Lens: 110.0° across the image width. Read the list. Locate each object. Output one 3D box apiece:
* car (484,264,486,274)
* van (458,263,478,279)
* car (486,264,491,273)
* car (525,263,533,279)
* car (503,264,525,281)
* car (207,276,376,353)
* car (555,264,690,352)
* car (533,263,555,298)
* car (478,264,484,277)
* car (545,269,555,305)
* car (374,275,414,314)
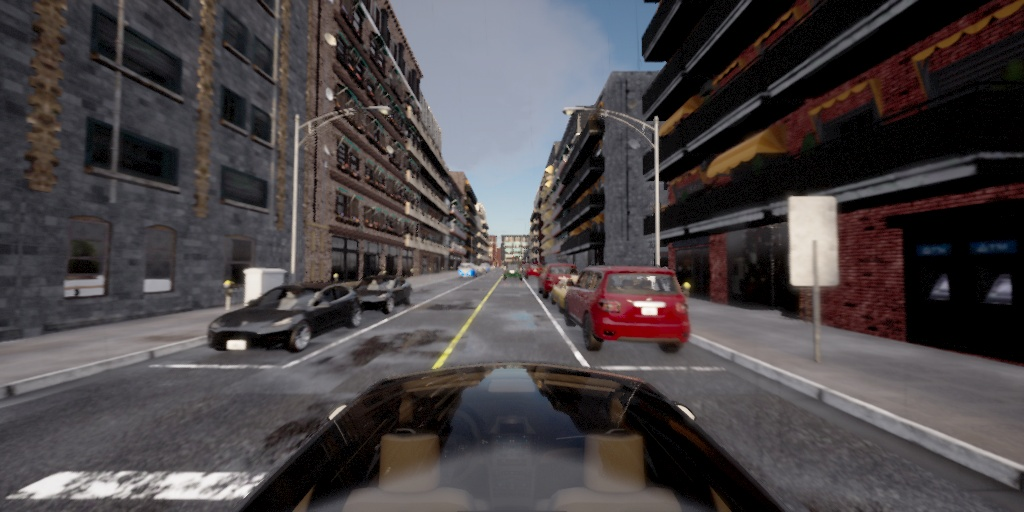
[{"bbox_3d":[-5.331,2.200,53.393,1.751,1.417,4.829,0,0,0],"label":"car"},{"bbox_3d":[-5.327,1.774,42.439,1.690,1.789,3.998,0,0,0],"label":"van"},{"bbox_3d":[-5.335,2.474,64.689,2.007,1.370,4.403,0,0,0],"label":"car"},{"bbox_3d":[2.554,1.783,42.476,2.192,1.841,5.009,0,0,0],"label":"car"},{"bbox_3d":[0.088,1.753,39.731,2.097,1.767,4.553,0,-1,0],"label":"car"},{"bbox_3d":[-5.315,1.378,9.080,1.948,1.339,4.313,0,0,0],"label":"car"},{"bbox_3d":[2.566,1.162,9.127,2.192,1.841,5.009,0,0,0],"label":"car"},{"bbox_3d":[2.562,1.353,20.249,2.192,1.841,5.009,0,0,0],"label":"car"},{"bbox_3d":[-5.329,2.104,48.003,2.007,1.370,4.403,0,0,0],"label":"car"},{"bbox_3d":[2.564,1.467,14.856,1.751,1.417,4.829,0,0,0],"label":"car"},{"bbox_3d":[-5.317,1.473,14.640,1.948,1.339,4.313,0,0,0],"label":"car"}]
